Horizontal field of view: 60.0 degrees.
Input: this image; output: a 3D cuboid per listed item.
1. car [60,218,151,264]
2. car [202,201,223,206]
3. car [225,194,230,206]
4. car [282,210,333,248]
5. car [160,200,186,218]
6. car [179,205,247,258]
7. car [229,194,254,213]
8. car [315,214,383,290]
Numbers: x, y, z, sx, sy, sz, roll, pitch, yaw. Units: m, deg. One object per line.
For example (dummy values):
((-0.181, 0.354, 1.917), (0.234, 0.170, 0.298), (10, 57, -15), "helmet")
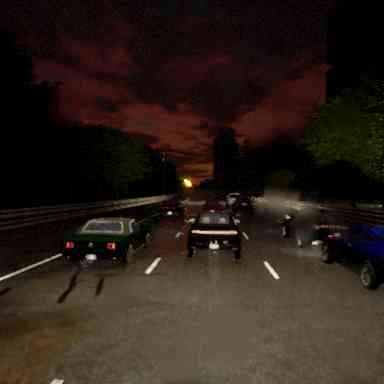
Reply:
((-2.724, 1.565, 11.693), (1.895, 1.301, 4.718), (1, 0, 4), "car")
((1.914, 1.531, 31.214), (1.812, 1.442, 4.674), (1, 0, 3), "car")
((6.278, 1.245, 49.969), (2.150, 2.045, 5.566), (1, 0, 3), "car")
((5.459, 1.542, 15.117), (1.882, 1.535, 5.008), (1, 0, 3), "car")
((-1.676, 1.468, 29.630), (1.837, 1.490, 4.892), (1, 0, 3), "car")
((0.858, 1.500, 12.897), (2.128, 1.511, 4.902), (1, 0, 4), "car")
((5.735, 1.395, 37.961), (2.097, 1.767, 4.553), (1, 0, 3), "car")
((5.086, 1.588, 9.101), (1.812, 1.442, 4.674), (1, 0, 4), "car")
